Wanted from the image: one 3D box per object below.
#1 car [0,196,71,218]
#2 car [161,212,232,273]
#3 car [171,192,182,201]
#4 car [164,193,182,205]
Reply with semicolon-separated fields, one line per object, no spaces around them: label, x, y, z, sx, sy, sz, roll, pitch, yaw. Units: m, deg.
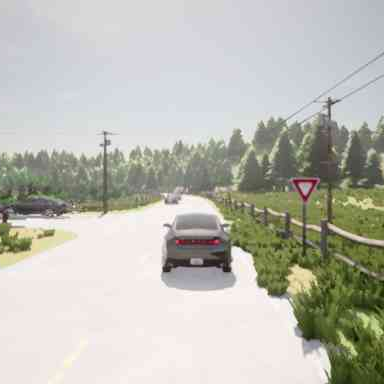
car;-11.495;1.089;24.526;4.892;1.490;1.837;1;0;3
car;0.137;1.393;10.283;1.837;1.490;4.892;0;0;1
car;-2.870;0.861;62.701;1.812;1.442;4.674;0;1;-1
car;-2.867;0.993;46.874;2.128;1.511;4.902;0;1;0
